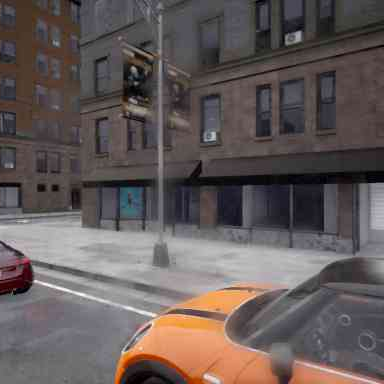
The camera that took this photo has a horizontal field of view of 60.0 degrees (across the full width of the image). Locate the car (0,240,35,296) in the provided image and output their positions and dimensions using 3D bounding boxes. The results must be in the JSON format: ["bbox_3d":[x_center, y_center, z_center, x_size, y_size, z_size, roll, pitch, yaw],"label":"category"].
[{"bbox_3d":[-5.456,1.564,7.558,4.181,1.385,1.994,0,0,36],"label":"car"}]

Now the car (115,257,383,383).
[{"bbox_3d":[1.486,1.352,2.627,4.553,1.767,2.097,0,0,35],"label":"car"}]
